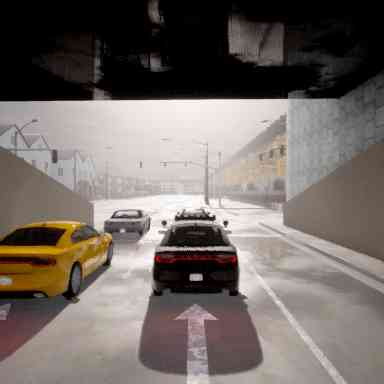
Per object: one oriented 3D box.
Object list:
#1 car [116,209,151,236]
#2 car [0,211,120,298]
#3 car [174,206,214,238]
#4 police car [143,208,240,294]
[{"bbox_3d":[-3.409,1.601,18.545,1.895,1.301,4.718,0,0,0],"label":"car"},{"bbox_3d":[-3.410,1.478,8.549,1.882,1.535,5.008,0,0,0],"label":"car"},{"bbox_3d":[0.089,1.564,18.585,1.994,1.385,4.181,0,0,0],"label":"car"},{"bbox_3d":[0.086,1.425,8.964,1.930,1.638,5.238,0,0,0],"label":"police car"}]
